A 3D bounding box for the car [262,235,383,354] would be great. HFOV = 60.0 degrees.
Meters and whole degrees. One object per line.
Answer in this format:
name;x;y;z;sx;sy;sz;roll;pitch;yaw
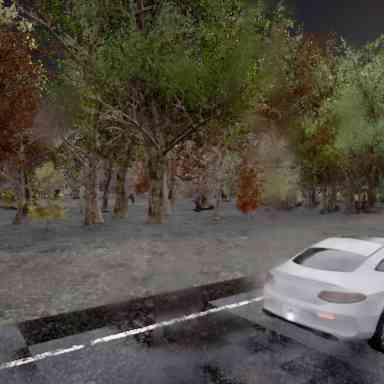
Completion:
car;3.289;1.536;6.087;4.674;1.442;1.812;0;0;-35
